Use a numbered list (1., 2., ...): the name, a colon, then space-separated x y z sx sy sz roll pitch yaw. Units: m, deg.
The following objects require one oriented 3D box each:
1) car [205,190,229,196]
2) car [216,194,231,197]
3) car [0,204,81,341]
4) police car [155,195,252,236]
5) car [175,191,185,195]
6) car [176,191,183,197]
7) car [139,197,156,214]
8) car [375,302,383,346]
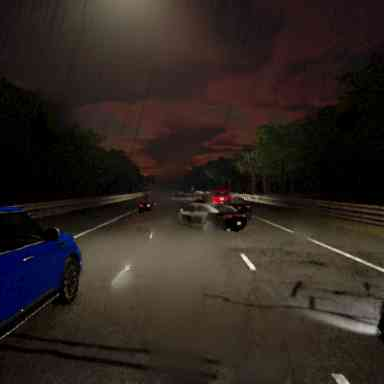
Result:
1. car: 2.929 0.796 36.092 2.150 2.045 5.566 0 1 -2
2. car: 3.221 1.193 24.989 2.128 1.511 4.902 0 1 -1
3. car: -3.391 1.165 4.672 2.150 2.045 5.566 0 1 0
4. police car: 0.506 1.214 17.452 1.930 1.638 5.238 -1 1 -41
5. car: -2.613 0.662 78.378 2.033 1.411 5.357 0 1 -4
6. car: -3.357 0.489 89.008 1.882 1.535 5.008 0 1 -4
7. car: -3.767 1.190 30.592 2.033 1.411 5.357 0 1 -2
8. car: 3.498 1.525 2.834 1.994 1.385 4.181 0 1 0
